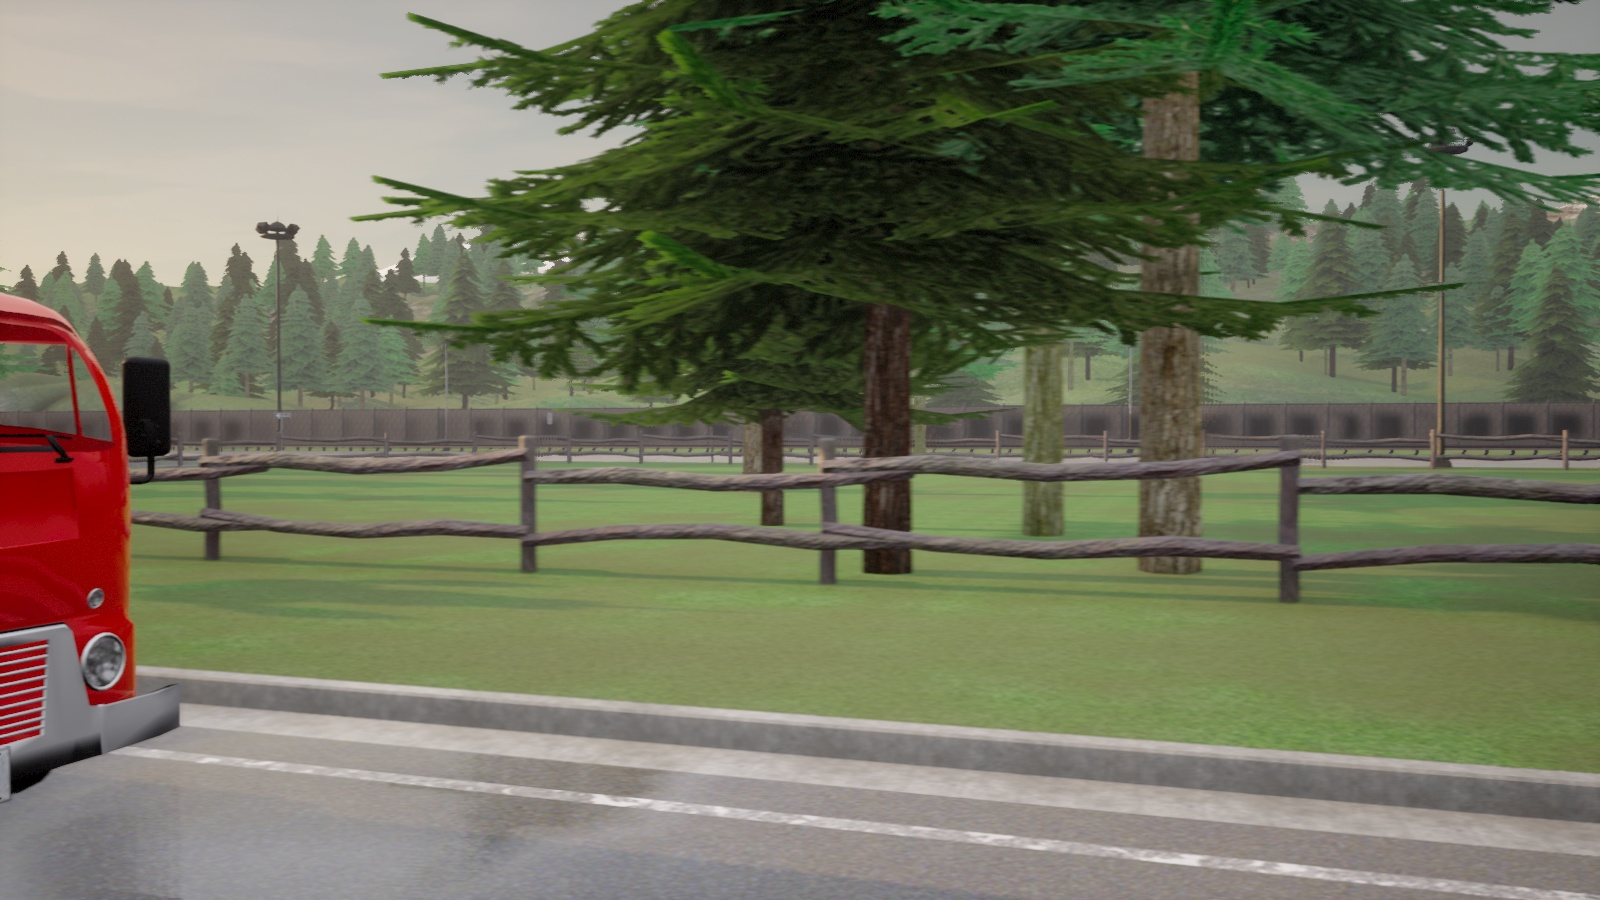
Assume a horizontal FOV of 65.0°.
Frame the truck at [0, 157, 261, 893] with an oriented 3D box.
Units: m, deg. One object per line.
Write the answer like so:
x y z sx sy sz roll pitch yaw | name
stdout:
-5.183 0.231 4.930 5.204 2.467 2.627 1 1 19 | truck
